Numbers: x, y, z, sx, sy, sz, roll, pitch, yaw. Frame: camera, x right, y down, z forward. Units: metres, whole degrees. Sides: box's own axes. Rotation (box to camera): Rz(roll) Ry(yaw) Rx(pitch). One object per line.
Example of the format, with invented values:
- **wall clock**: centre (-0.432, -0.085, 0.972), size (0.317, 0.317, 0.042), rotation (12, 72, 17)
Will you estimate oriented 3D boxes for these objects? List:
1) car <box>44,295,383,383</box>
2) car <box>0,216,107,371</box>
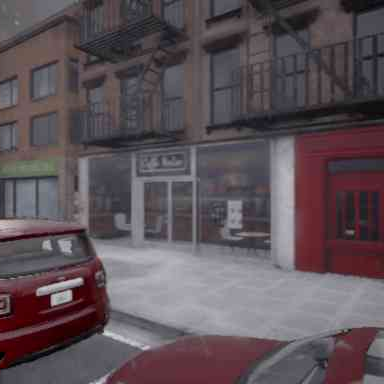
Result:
- **car**: centre (1.158, 1.582, 1.984), size (4.206, 1.307, 1.802), rotation (0, 0, 35)
- **car**: centre (-3.469, 1.322, 5.282), size (5.009, 1.841, 2.192), rotation (0, 0, 35)
